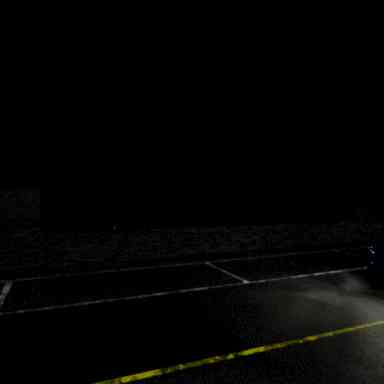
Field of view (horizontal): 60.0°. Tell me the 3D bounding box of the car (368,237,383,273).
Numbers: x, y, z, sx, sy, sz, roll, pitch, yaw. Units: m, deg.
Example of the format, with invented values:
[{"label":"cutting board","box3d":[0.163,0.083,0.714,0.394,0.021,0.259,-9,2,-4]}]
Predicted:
[{"label":"car","box3d":[7.107,1.463,9.089,5.008,1.535,1.882,0,0,-23]}]
